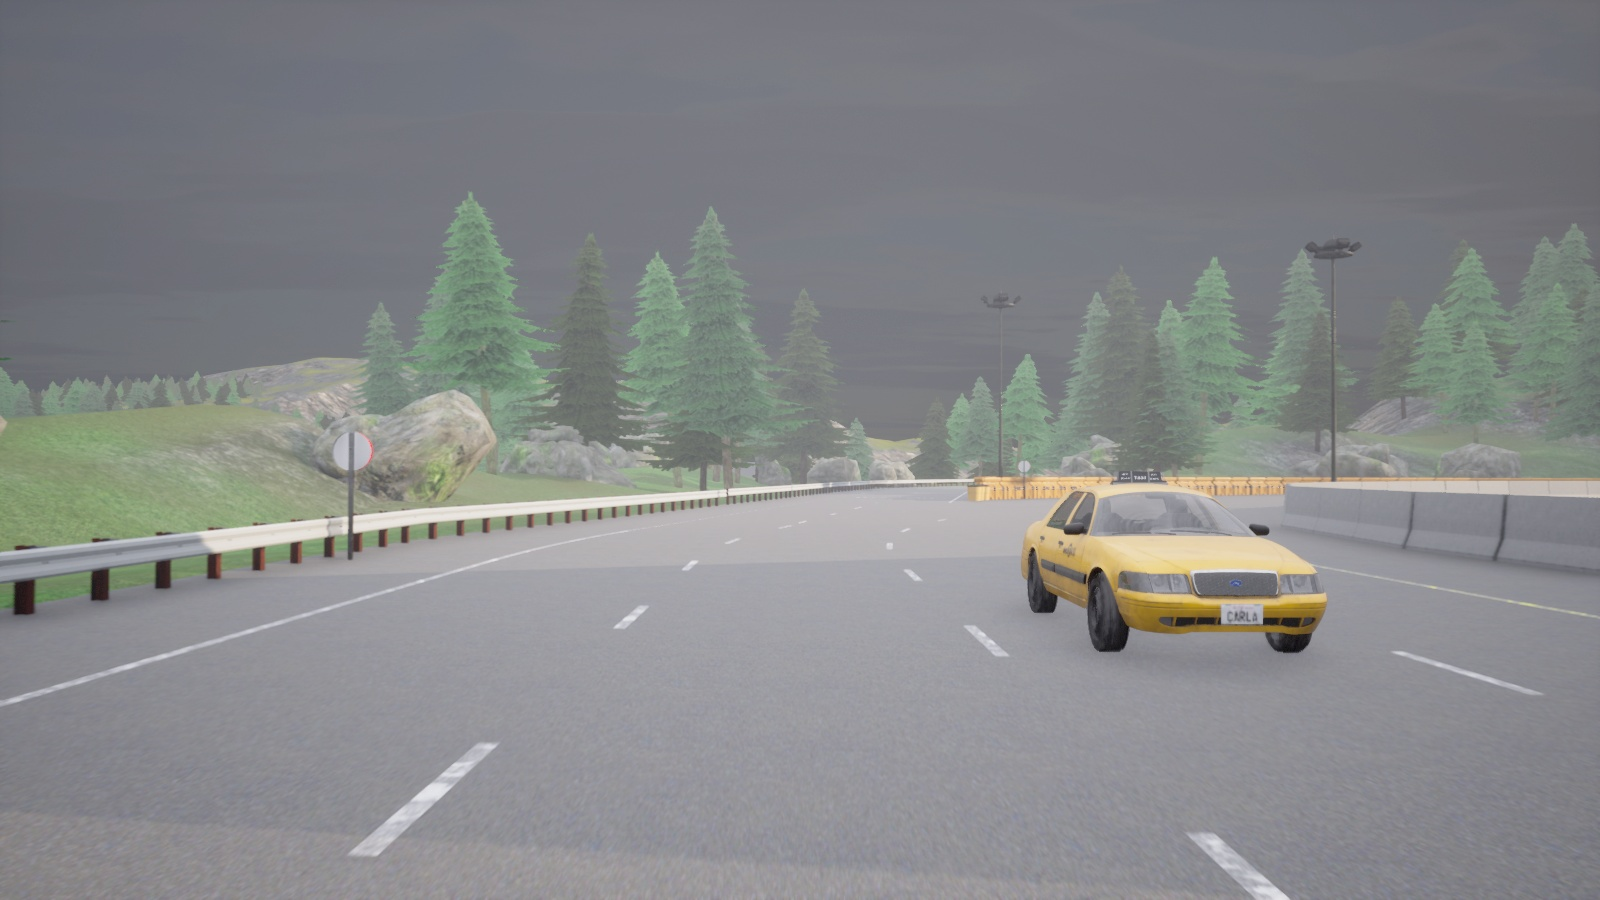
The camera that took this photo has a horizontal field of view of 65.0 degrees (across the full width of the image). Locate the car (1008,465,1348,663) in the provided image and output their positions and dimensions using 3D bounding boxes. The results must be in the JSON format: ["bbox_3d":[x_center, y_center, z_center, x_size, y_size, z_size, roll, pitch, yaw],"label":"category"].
[{"bbox_3d":[3.470,0.953,12.727,1.801,1.575,5.366,0,-1,0],"label":"car"}]
